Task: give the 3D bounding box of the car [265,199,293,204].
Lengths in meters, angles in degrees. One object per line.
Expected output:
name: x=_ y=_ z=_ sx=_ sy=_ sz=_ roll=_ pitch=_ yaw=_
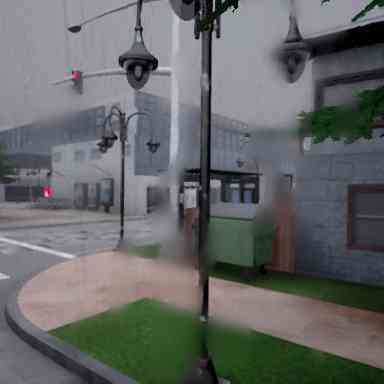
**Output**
car: x=9.122 y=1.344 z=34.393 sx=2.033 sy=1.411 sz=5.357 roll=1 pitch=1 yaw=41
